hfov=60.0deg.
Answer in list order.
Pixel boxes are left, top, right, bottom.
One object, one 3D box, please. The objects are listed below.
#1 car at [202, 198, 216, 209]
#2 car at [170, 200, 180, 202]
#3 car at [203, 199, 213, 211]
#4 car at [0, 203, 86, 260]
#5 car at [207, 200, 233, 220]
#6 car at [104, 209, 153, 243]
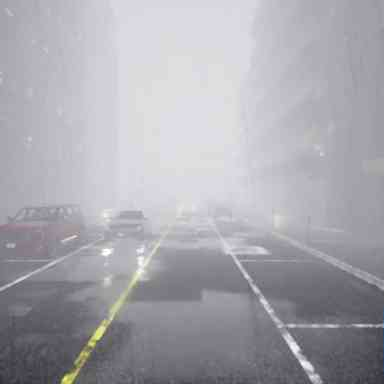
[{"bbox_3d":[2.687,1.756,52.776,1.967,1.590,4.097,-1,0,0],"label":"car"},{"bbox_3d":[-2.989,1.544,58.129,2.033,1.411,5.357,0,0,0],"label":"car"},{"bbox_3d":[2.687,1.790,41.406,1.887,1.381,4.507,-1,0,0],"label":"car"},{"bbox_3d":[-5.702,1.390,12.989,2.192,1.841,5.009,-1,0,0],"label":"car"},{"bbox_3d":[2.685,1.726,30.036,2.008,1.369,4.403,-1,0,0],"label":"car"},{"bbox_3d":[-3.098,1.624,16.949,1.812,1.442,4.674,0,0,0],"label":"car"}]
